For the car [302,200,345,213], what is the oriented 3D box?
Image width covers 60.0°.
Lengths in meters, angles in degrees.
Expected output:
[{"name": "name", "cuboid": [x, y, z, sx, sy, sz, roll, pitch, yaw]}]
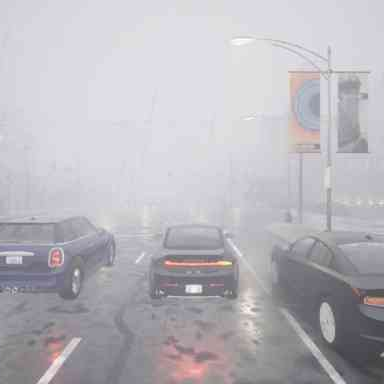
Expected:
[{"name": "car", "cuboid": [14.771, 1.564, 37.004, 4.181, 1.385, 1.994, 0, 0, 0]}]

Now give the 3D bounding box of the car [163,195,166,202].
[{"name": "car", "cuboid": [-5.507, 1.355, 72.148, 2.097, 1.767, 4.553, 0, 0, 26]}]

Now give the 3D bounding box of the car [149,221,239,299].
[{"name": "car", "cuboid": [0.049, 1.505, 8.443, 1.837, 1.490, 4.892, 0, 0, 0]}]

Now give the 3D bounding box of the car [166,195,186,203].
[{"name": "car", "cuboid": [-2.920, 1.355, 69.478, 2.097, 1.767, 4.553, 0, 0, 23]}]

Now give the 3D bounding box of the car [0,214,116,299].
[{"name": "car", "cuboid": [-3.450, 1.352, 8.625, 2.097, 1.767, 4.553, 0, 0, 0]}]

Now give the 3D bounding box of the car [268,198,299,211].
[{"name": "car", "cuboid": [11.869, 1.492, 40.744, 4.902, 1.511, 2.128, 0, 0, 5]}]

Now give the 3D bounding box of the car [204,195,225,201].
[{"name": "car", "cuboid": [6.024, 1.540, 82.063, 2.033, 1.411, 5.357, 0, 0, 43]}]

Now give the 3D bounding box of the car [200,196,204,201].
[{"name": "car", "cuboid": [3.842, 1.553, 84.836, 1.994, 1.385, 4.181, 0, 0, 43]}]

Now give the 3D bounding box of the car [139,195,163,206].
[{"name": "car", "cuboid": [-6.694, 1.352, 54.931, 2.097, 1.767, 4.553, 0, 0, 6]}]

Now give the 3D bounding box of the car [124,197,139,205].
[{"name": "car", "cuboid": [-10.090, 1.547, 57.302, 2.033, 1.411, 5.357, 0, 0, 8]}]

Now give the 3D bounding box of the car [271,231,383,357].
[{"name": "car", "cuboid": [2.892, 1.480, 6.284, 2.097, 1.535, 5.008, 0, 0, 0]}]
